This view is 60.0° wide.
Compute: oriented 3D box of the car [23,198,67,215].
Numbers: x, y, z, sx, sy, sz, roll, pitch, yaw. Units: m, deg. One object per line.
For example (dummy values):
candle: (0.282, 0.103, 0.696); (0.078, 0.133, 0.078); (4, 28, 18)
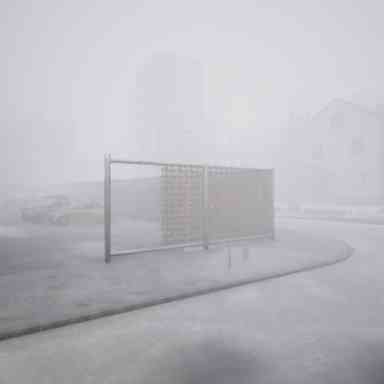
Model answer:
car: (-14.286, 1.402, 32.415); (3.633, 1.501, 1.845); (0, 0, -36)

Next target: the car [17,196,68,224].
car: (-9.768, 1.338, 24.078); (4.611, 1.667, 2.242); (0, 0, -36)

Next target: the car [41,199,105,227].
car: (-7.323, 1.405, 21.929); (4.193, 1.474, 1.816); (0, 0, -36)

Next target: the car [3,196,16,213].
car: (-17.345, 1.464, 35.979); (5.357, 1.415, 2.033); (0, 0, -36)

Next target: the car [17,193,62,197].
car: (-12.061, 1.233, 27.714); (3.866, 1.878, 1.905); (0, 0, -36)

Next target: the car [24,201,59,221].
car: (-11.505, 1.443, 25.454); (2.207, 1.379, 1.481); (0, 0, -36)
